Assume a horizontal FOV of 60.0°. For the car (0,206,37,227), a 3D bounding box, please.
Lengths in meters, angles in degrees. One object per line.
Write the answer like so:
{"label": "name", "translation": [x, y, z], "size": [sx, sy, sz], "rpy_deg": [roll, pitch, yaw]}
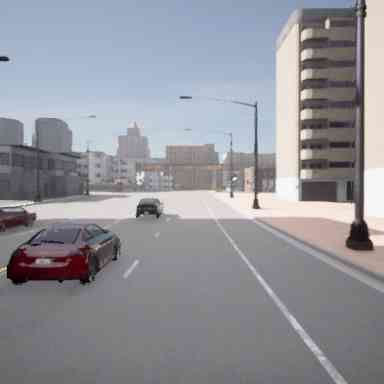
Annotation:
{"label": "car", "translation": [-10.603, 1.500, 18.580], "size": [1.895, 1.301, 4.718], "rpy_deg": [0, 1, 0]}

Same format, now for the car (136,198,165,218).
{"label": "car", "translation": [-3.404, 1.220, 27.296], "size": [1.837, 1.490, 4.892], "rpy_deg": [0, 2, 0]}

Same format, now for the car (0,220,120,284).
{"label": "car", "translation": [-3.401, 1.553, 9.605], "size": [1.994, 1.385, 4.181], "rpy_deg": [0, 0, 0]}
